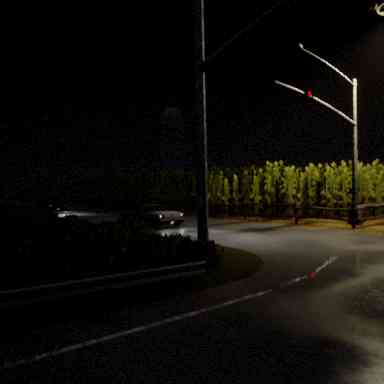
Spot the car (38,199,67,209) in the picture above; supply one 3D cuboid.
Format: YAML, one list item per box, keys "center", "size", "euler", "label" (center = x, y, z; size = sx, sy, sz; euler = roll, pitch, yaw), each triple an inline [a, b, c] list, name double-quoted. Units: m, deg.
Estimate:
- center: [-14.920, 1.424, 35.333]
  size: [1.895, 1.301, 4.718]
  euler: [-2, 1, -39]
  label: "car"

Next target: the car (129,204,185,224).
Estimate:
- center: [-2.512, 1.400, 20.285]
  size: [1.895, 1.301, 4.718]
  euler: [-2, 1, -40]
  label: "car"
